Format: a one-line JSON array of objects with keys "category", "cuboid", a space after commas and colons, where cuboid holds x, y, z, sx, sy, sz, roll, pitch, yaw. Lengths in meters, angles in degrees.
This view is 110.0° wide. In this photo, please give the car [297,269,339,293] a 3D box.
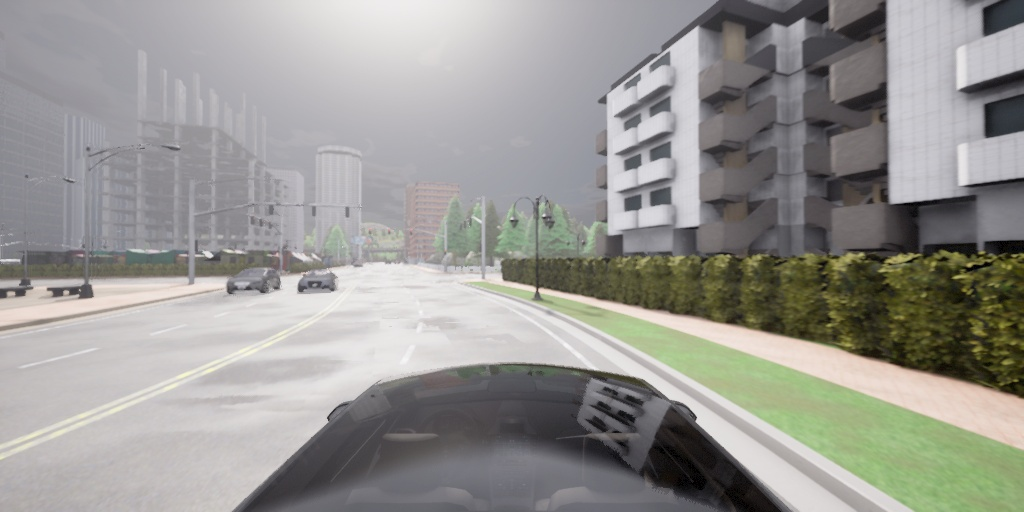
[{"category": "car", "cuboid": [-12.464, 1.566, 23.299, 1.994, 1.385, 4.181, 0, -1, -20]}]

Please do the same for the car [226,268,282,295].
[{"category": "car", "cuboid": [-15.748, 1.490, 22.100, 2.128, 1.511, 4.902, 0, -1, -20]}]
